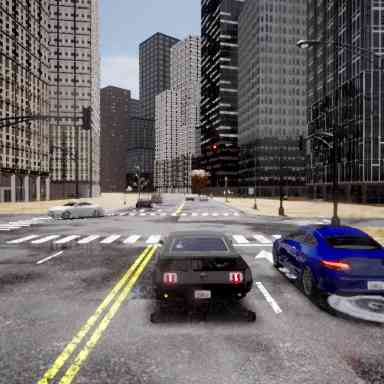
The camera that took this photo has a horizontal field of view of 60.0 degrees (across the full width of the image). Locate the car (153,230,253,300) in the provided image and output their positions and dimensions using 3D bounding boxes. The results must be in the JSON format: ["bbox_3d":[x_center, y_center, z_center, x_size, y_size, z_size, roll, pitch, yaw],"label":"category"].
[{"bbox_3d":[0.104,1.597,8.347,1.895,1.301,4.718,0,0,-3],"label":"car"}]

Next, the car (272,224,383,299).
[{"bbox_3d":[3.346,1.522,8.318,1.812,1.442,4.674,0,0,1],"label":"car"}]

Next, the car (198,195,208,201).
[{"bbox_3d":[2.746,1.394,80.620,1.812,1.442,4.674,0,0,-4],"label":"car"}]

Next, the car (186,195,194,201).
[{"bbox_3d":[-0.503,1.467,80.504,1.895,1.301,4.718,0,0,-4],"label":"car"}]

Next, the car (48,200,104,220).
[{"bbox_3d":[-9.570,1.445,27.825,1.812,1.442,4.674,2,1,40],"label":"car"}]

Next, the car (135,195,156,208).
[{"bbox_3d":[-6.568,1.519,46.068,1.994,1.385,4.181,0,0,0],"label":"car"}]

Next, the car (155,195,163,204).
[{"bbox_3d":[-6.558,1.273,61.275,2.097,1.767,4.553,0,0,0],"label":"car"}]
